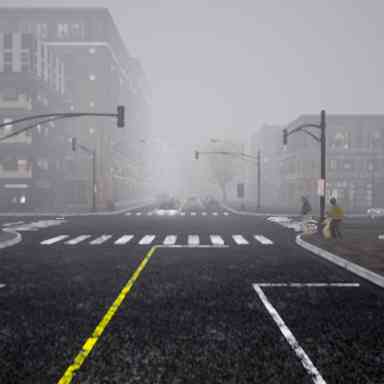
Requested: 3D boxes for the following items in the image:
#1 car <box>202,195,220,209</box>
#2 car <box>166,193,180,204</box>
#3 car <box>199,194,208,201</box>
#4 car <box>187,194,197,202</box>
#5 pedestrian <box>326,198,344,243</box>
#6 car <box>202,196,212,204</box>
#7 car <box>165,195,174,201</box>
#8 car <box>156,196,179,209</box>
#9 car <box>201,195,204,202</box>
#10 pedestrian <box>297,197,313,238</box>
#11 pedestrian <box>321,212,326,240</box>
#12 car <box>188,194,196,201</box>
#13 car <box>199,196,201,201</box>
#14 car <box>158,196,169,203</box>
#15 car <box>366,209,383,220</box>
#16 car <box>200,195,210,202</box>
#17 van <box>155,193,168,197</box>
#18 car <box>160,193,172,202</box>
[{"bbox_3d":[2.694,1.444,43.490,2.008,1.369,4.403,0,0,0],"label":"car"},{"bbox_3d":[-3.042,1.417,59.897,2.033,1.411,5.357,0,0,1],"label":"car"},{"bbox_3d":[2.697,1.294,77.670,1.967,1.590,4.097,0,0,0],"label":"car"},{"bbox_3d":[0.008,1.405,70.672,1.994,1.385,4.181,0,0,0],"label":"car"},{"bbox_3d":[5.730,1.099,13.342,0.375,1.860,0.375,0,0,0],"label":"pedestrian"},{"bbox_3d":[2.695,1.450,60.581,1.802,1.307,4.206,0,0,0],"label":"car"},{"bbox_3d":[-5.683,1.403,83.369,2.008,1.369,4.403,0,0,0],"label":"car"},{"bbox_3d":[-3.087,1.496,42.315,1.895,1.301,4.718,0,0,0],"label":"car"},{"bbox_3d":[2.695,1.325,49.187,1.967,1.590,4.097,0,0,0],"label":"car"},{"bbox_3d":[4.964,1.096,14.542,0.375,1.860,0.375,0,0,0],"label":"pedestrian"},{"bbox_3d":[5.771,1.375,13.944,0.375,1.300,0.375,0,0,0],"label":"pedestrian"},{"bbox_3d":[0.009,1.304,80.679,2.033,1.411,5.357,0,0,0],"label":"car"},{"bbox_3d":[2.695,1.316,54.883,1.967,1.590,4.097,0,0,0],"label":"car"},{"bbox_3d":[-5.685,1.444,66.279,1.802,1.307,4.206,0,0,0],"label":"car"},{"bbox_3d":[16.203,1.599,25.796,4.718,1.301,1.895,0,0,0],"label":"car"},{"bbox_3d":[2.697,1.408,71.974,2.008,1.369,4.403,0,0,0],"label":"car"},{"bbox_3d":[-5.686,1.210,60.582,1.690,1.788,3.998,0,0,0],"label":"van"},{"bbox_3d":[-5.685,1.172,71.976,2.192,1.841,5.009,0,0,0],"label":"car"}]
